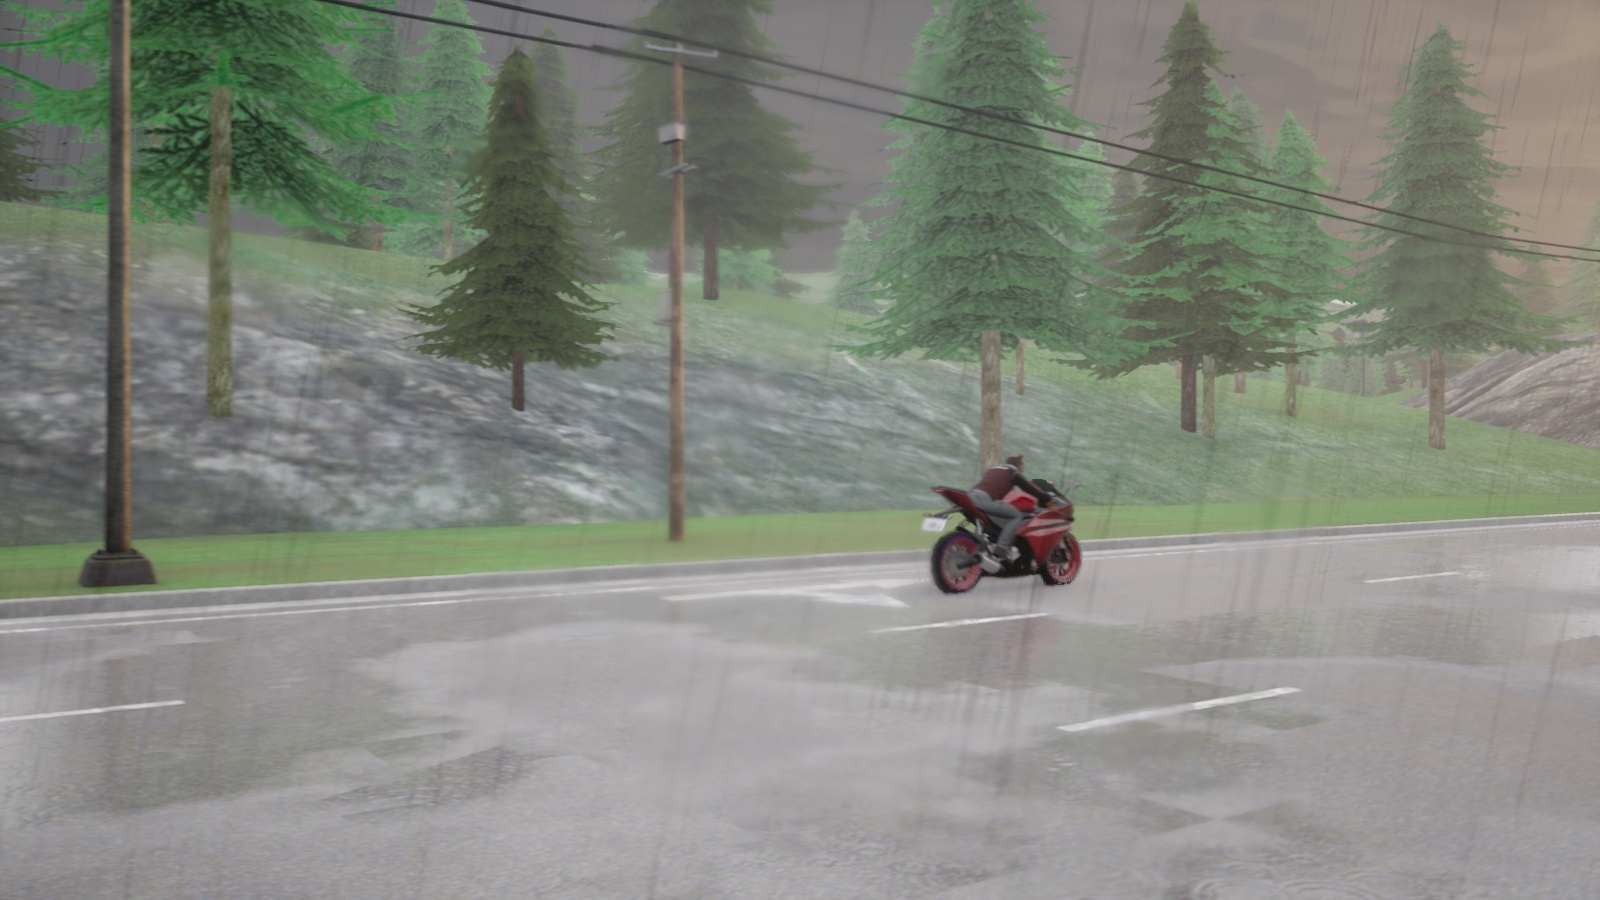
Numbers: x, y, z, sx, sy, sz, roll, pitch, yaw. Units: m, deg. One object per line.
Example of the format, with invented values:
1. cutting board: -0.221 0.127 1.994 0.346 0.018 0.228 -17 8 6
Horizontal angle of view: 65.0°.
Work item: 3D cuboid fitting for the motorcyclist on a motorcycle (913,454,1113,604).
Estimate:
1. motorcyclist on a motorcycle: 2.367 0.809 13.835 2.191 1.530 0.866 0 0 -35
